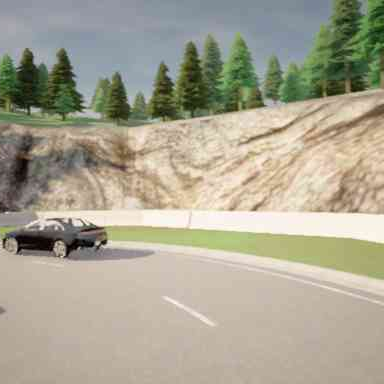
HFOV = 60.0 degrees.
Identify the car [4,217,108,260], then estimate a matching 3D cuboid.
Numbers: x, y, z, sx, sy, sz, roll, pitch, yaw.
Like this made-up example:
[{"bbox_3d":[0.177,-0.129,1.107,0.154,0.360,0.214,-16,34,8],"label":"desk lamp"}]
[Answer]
[{"bbox_3d":[-5.763,1.818,13.899,4.902,1.511,2.128,-2,-1,28],"label":"car"}]
